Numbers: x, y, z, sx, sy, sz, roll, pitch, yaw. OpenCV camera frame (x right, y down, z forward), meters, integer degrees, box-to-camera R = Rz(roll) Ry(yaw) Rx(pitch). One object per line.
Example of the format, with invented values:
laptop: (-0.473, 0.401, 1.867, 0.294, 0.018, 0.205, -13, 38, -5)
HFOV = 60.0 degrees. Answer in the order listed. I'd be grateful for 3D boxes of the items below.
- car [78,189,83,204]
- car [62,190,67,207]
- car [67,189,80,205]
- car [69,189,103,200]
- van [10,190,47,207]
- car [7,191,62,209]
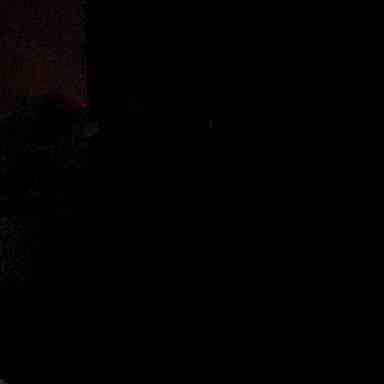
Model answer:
car: (-18.401, 0.570, 51.573, 4.892, 1.521, 2.231, -1, 3, 23)
car: (-20.572, 0.898, 46.573, 4.892, 1.521, 2.231, -1, 3, 23)
car: (-19.463, 0.769, 49.131, 4.674, 1.452, 2.002, -1, 3, 23)
car: (-17.259, 0.395, 54.253, 4.892, 1.521, 2.231, -1, 3, 23)
van: (-21.574, 0.830, 43.954, 4.442, 1.987, 1.878, -1, 2, 23)
car: (-17.021, 0.902, 35.270, 2.150, 2.045, 5.566, -2, 2, 23)
